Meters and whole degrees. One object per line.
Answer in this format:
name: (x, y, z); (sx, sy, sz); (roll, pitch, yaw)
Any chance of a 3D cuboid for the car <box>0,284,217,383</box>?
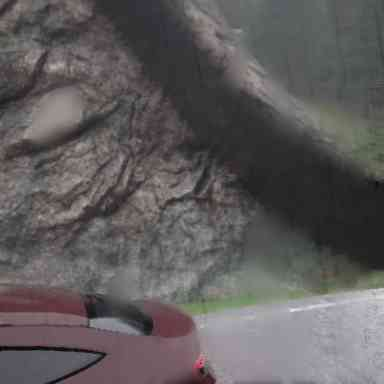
car: (-1.982, 1.469, 2.124); (4.674, 1.442, 1.812); (1, 0, -33)
